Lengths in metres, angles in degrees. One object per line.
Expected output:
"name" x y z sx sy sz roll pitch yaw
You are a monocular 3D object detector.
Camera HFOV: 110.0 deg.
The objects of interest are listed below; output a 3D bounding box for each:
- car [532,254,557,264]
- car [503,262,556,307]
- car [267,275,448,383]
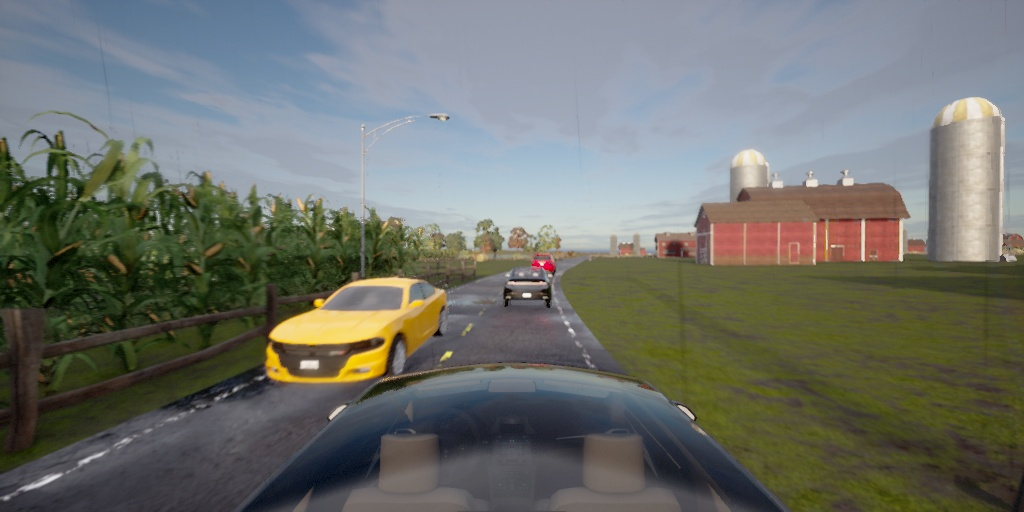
"car" 3.181 0.821 35.340 2.150 2.045 5.566 0 0 10
"car" 0.708 1.192 15.324 2.128 1.511 4.902 0 0 4
"car" -2.660 1.202 7.376 1.882 1.535 5.008 0 0 2
